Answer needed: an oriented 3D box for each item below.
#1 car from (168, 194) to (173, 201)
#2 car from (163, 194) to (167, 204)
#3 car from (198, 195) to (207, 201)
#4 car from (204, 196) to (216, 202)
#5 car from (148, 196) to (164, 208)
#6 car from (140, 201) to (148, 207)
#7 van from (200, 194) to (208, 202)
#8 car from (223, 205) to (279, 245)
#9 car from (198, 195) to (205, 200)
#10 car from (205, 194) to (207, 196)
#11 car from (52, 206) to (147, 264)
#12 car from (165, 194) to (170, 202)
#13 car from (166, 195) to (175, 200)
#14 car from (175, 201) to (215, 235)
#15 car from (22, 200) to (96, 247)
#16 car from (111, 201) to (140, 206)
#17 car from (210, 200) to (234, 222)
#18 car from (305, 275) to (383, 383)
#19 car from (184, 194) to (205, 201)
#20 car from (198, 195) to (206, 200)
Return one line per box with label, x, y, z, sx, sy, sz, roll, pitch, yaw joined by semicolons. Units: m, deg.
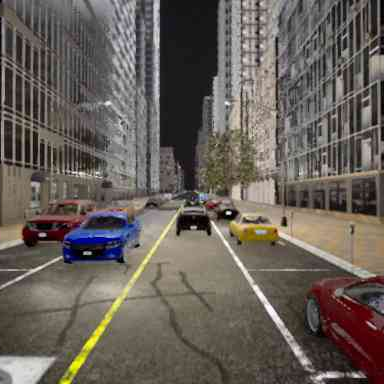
car;-5.709;1.399;71.928;1.967;1.590;4.097;1;0;0
car;-5.704;1.529;54.901;1.887;1.381;4.507;1;0;0
car;2.666;1.488;83.255;2.008;1.369;4.403;1;0;0
car;2.683;1.543;37.859;1.887;1.381;4.507;1;0;0
car;-5.702;1.556;49.227;1.947;1.339;4.313;1;0;0
car;-5.695;1.527;32.030;1.752;1.417;4.829;1;0;0
van;2.670;1.289;77.580;1.690;1.788;3.998;1;0;0
car;2.692;1.531;15.330;1.752;1.417;4.829;1;0;0
car;2.661;1.480;94.603;1.947;1.339;4.313;1;0;0
car;2.677;1.529;54.881;1.887;1.381;4.507;1;0;0
car;-3.005;1.483;12.049;1.882;1.535;5.008;0;0;0
car;-5.706;1.527;60.579;2.008;1.369;4.403;1;0;0
car;-5.717;1.492;88.954;1.947;1.339;4.313;1;0;0
car;0.091;1.511;18.850;1.837;1.490;4.892;0;0;0
car;-5.687;1.321;15.174;2.192;1.841;5.009;1;0;0
car;-5.692;1.444;26.524;1.967;1.590;4.097;1;0;0
car;2.687;1.570;26.509;1.947;1.339;4.313;1;0;0
car;2.696;1.584;3.810;1.802;1.307;4.206;1;0;0
car;0.083;1.349;39.445;2.097;1.767;4.553;0;0;0
car;2.663;1.508;88.930;1.802;1.307;4.206;1;0;0
